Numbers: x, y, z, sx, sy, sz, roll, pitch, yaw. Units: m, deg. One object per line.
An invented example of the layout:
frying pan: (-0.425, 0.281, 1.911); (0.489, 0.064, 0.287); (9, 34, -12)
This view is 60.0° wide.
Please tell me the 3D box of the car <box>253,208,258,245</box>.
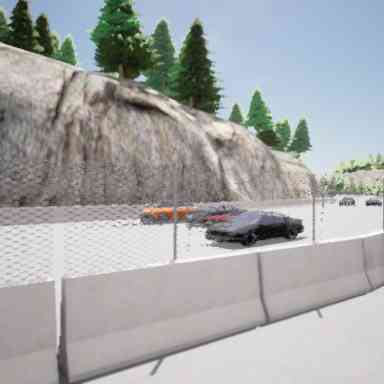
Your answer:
car: (3.105, 1.577, 15.388); (5.357, 1.411, 2.033); (0, 0, -40)

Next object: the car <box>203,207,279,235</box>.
car: (3.045, 1.640, 19.930); (4.718, 1.301, 1.895); (0, 0, -41)
